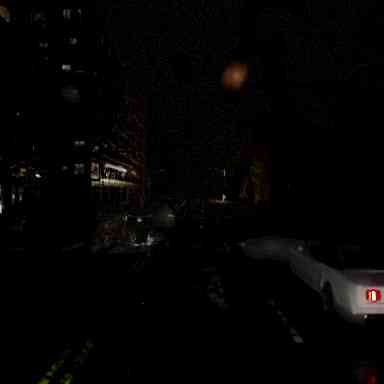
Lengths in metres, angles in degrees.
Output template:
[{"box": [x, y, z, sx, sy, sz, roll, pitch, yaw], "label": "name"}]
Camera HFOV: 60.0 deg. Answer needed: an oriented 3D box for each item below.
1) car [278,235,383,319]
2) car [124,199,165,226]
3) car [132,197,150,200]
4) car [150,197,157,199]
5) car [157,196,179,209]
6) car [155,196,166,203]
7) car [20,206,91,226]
[{"box": [3.340, 1.604, 7.317, 1.895, 1.301, 4.718, 0, 0, 0], "label": "car"}, {"box": [-3.380, 1.540, 23.817, 2.128, 1.511, 4.902, 0, 0, 0], "label": "car"}, {"box": [-6.644, 1.570, 39.206, 2.033, 1.411, 5.357, 0, 0, 0], "label": "car"}, {"box": [-6.644, 1.516, 54.033, 1.882, 1.535, 5.008, 0, 0, 0], "label": "car"}, {"box": [-3.393, 1.577, 47.127, 2.033, 1.411, 5.357, 0, 0, 0], "label": "car"}, {"box": [-6.572, 1.604, 69.313, 1.994, 1.385, 4.181, 0, 0, 0], "label": "car"}, {"box": [-10.188, 1.715, 24.923, 4.718, 1.301, 1.895, -1, 0, -44], "label": "car"}]
